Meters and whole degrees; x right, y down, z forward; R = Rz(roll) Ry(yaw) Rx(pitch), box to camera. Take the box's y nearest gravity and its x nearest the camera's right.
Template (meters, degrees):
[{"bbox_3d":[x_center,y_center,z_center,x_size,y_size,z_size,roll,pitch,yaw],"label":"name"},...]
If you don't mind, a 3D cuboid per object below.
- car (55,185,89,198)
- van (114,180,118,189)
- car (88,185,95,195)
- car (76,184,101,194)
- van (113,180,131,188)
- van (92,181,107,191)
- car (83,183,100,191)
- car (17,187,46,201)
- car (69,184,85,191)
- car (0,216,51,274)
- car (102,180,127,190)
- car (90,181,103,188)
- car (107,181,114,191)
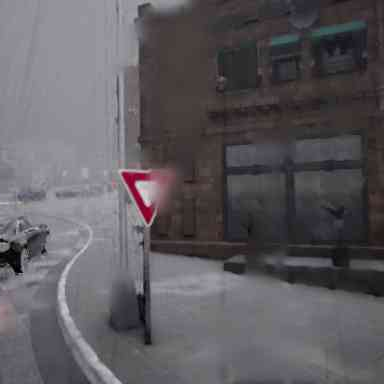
[{"bbox_3d":[-20.057,0.193,55.172,4.892,1.521,2.231,-2,4,-16],"label":"car"},{"bbox_3d":[-19.004,-1.225,73.315,4.442,1.987,1.878,-2,4,-16],"label":"van"},{"bbox_3d":[-19.853,0.033,58.203,4.674,1.452,2.002,-2,4,-16],"label":"car"},{"bbox_3d":[-19.840,-0.204,61.181,5.366,1.575,1.946,-2,4,-16],"label":"car"},{"bbox_3d":[-18.012,-2.030,85.521,4.442,1.987,1.878,-2,4,-16],"label":"van"},{"bbox_3d":[-19.361,-0.635,64.288,4.442,1.987,1.878,-2,4,-16],"label":"van"},{"bbox_3d":[-23.600,-1.204,78.170,2.128,1.511,4.902,-1,4,4],"label":"car"},{"bbox_3d":[-25.085,0.267,52.045,2.150,2.045,5.566,-1,4,4],"label":"car"},{"bbox_3d":[-26.868,-1.092,77.968,1.994,1.385,4.181,-1,4,4],"label":"car"},{"bbox_3d":[-5.817,1.493,10.415,2.128,1.511,4.902,-1,1,-11],"label":"car"},{"bbox_3d":[-18.482,-1.654,79.428,5.566,2.045,2.435,-2,4,-16],"label":"car"},{"bbox_3d":[-26.049,-2.082,90.892,1.837,1.490,4.892,-1,4,4],"label":"car"},{"bbox_3d":[-19.305,-0.855,67.271,5.566,2.045,2.435,-2,4,-16],"label":"car"}]
